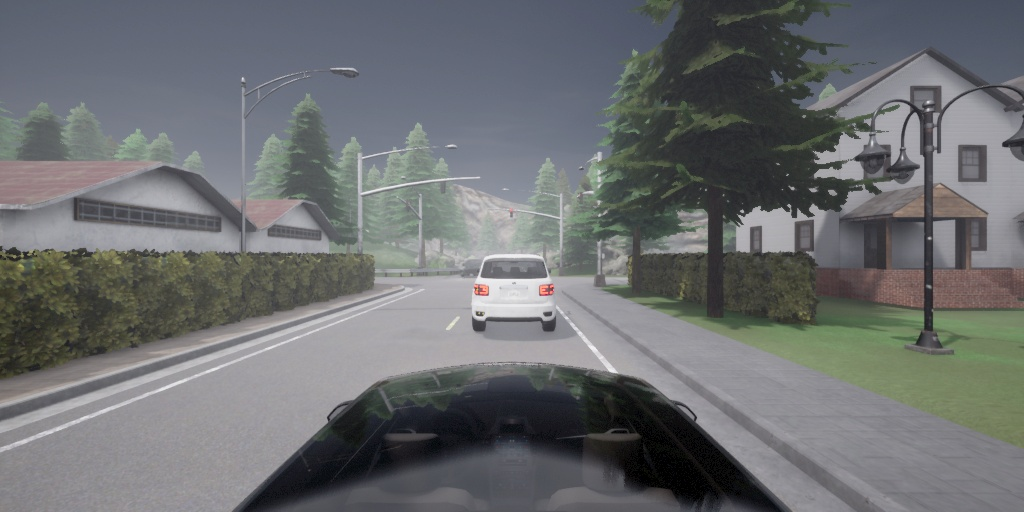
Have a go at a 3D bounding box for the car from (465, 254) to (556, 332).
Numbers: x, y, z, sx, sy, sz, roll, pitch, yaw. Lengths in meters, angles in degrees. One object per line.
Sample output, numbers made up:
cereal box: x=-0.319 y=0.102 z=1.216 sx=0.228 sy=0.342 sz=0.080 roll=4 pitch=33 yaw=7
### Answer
car: x=0.064 y=0.971 z=11.048 sx=2.150 sy=2.045 sz=5.566 roll=0 pitch=0 yaw=0

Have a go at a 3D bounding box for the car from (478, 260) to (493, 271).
car: x=-3.594 y=1.275 z=49.353 sx=1.812 sy=1.442 sz=4.674 roll=0 pitch=0 yaw=0

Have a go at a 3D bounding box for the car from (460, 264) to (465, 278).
car: x=-3.599 y=1.094 z=33.898 sx=2.097 sy=1.767 sz=4.553 roll=0 pitch=0 yaw=0

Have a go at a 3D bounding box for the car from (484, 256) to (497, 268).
car: x=-3.669 y=0.969 z=62.459 sx=2.150 sy=2.045 sz=5.566 roll=0 pitch=0 yaw=-2
